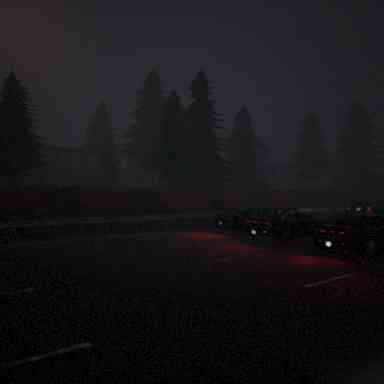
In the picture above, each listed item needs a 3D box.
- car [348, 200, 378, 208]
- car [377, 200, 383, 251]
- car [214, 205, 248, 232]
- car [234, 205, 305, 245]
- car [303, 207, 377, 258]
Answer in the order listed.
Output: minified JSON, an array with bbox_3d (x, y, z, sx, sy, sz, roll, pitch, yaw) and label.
[{"bbox_3d":[14.753,1.415,27.237,4.553,1.767,2.097,0,0,-35],"label":"car"},{"bbox_3d":[7.804,1.250,9.392,5.566,2.045,2.150,0,0,-35],"label":"car"},{"bbox_3d":[3.566,1.510,19.246,5.008,1.535,1.882,0,0,-35],"label":"car"},{"bbox_3d":[4.648,1.521,15.728,4.902,1.511,2.128,0,0,-35],"label":"car"},{"bbox_3d":[6.701,1.536,12.893,4.892,1.490,1.837,0,0,-35],"label":"car"}]
